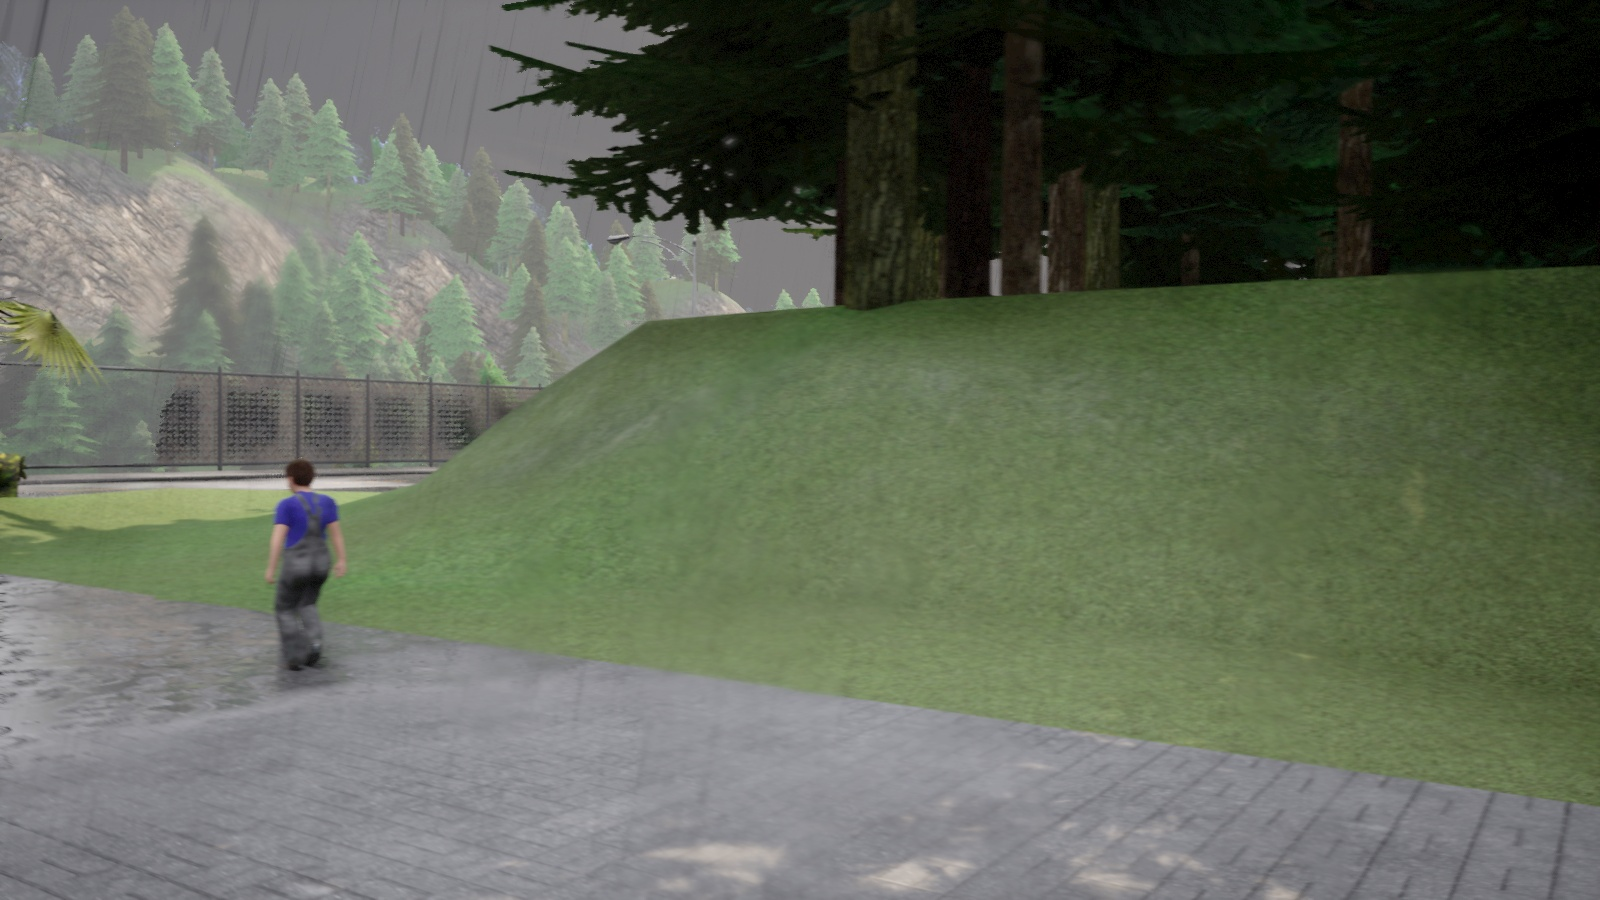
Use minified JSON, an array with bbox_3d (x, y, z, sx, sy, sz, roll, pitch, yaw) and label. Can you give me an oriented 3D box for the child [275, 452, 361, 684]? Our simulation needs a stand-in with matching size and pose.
[{"bbox_3d":[-2.735,0.648,7.120,0.437,1.263,0.270,0,1,42],"label":"child"}]
